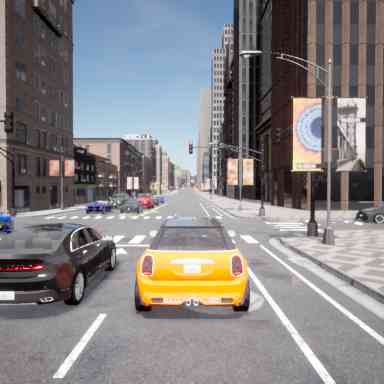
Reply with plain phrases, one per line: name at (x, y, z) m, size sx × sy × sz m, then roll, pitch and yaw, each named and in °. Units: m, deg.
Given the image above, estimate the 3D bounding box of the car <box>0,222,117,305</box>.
car at (-3.153, 1.504, 8.042) m, size 1.837 × 1.490 × 4.892 m, roll 0°, pitch 0°, yaw 0°

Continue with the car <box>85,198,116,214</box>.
car at (-9.849, 1.616, 35.571) m, size 1.895 × 1.301 × 4.718 m, roll 0°, pitch 0°, yaw 0°

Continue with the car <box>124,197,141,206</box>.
car at (-9.817, 1.592, 55.288) m, size 1.994 × 1.385 × 4.181 m, roll 0°, pitch 0°, yaw 2°

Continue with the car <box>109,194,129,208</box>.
car at (-9.842, 1.244, 45.330) m, size 2.150 × 2.045 × 5.566 m, roll 0°, pitch 0°, yaw 1°

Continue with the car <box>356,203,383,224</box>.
car at (13.987, 1.470, 23.566) m, size 4.181 × 1.385 × 1.994 m, roll 0°, pitch 1°, yaw 0°

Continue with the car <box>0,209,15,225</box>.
car at (-11.476, 1.481, 18.303) m, size 5.008 × 1.535 × 1.882 m, roll 0°, pitch -2°, yaw 42°

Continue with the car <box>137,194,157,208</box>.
car at (-6.598, 1.245, 46.007) m, size 2.150 × 2.045 × 5.566 m, roll 0°, pitch 0°, yaw 1°

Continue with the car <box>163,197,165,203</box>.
car at (-6.530, 1.508, 66.053) m, size 1.882 × 1.535 × 5.008 m, roll 0°, pitch 0°, yaw 1°

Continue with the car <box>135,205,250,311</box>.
car at (0.011, 1.351, 7.897) m, size 2.097 × 1.767 × 4.553 m, roll 0°, pitch 0°, yaw 0°

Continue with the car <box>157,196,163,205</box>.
car at (-6.583, 1.592, 55.980) m, size 1.994 × 1.385 × 4.181 m, roll 0°, pitch 0°, yaw 0°

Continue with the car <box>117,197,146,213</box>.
car at (-6.600, 1.581, 36.730) m, size 1.994 × 1.385 × 4.181 m, roll 0°, pitch 0°, yaw 0°
